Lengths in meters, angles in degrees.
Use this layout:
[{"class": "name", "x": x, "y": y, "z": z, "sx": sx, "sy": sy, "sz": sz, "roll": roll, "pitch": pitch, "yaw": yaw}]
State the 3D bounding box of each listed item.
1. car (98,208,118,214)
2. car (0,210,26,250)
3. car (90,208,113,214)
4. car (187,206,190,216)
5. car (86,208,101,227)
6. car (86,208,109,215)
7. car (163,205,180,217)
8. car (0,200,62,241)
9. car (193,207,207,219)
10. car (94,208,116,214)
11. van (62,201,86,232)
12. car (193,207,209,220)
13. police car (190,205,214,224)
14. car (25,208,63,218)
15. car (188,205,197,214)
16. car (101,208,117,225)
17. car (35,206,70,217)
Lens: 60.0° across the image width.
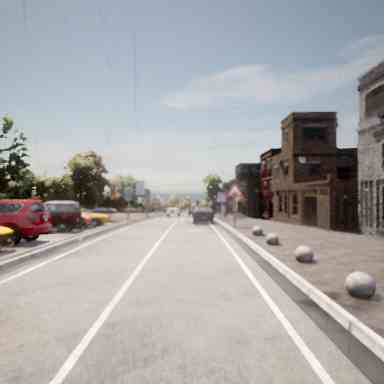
[{"class": "car", "x": -21.716, "y": 4.983, "z": 86.254, "sx": 4.674, "sy": 1.452, "sz": 2.002, "roll": 0, "pitch": -3, "yaw": 0}, {"class": "car", "x": -9.463, "y": 1.574, "z": 12.675, "sx": 5.008, "sy": 1.535, "sz": 2.097, "roll": 0, "pitch": -1, "yaw": 0}, {"class": "car", "x": -21.744, "y": 4.606, "z": 79.843, "sx": 4.892, "sy": 1.521, "sz": 2.231, "roll": 0, "pitch": -3, "yaw": 0}, {"class": "car", "x": 0.154, "y": 4.000, "z": 67.518, "sx": 1.837, "sy": 1.490, "sz": 4.892, "roll": 0, "pitch": -3, "yaw": 0}, {"class": "car", "x": -9.557, "y": 1.785, "z": 24.819, "sx": 4.553, "sy": 1.767, "sz": 2.185, "roll": 0, "pitch": -2, "yaw": 0}, {"class": "car", "x": -21.763, "y": 4.472, "z": 76.570, "sx": 4.674, "sy": 1.452, "sz": 2.002, "roll": 0, "pitch": -3, "yaw": 0}, {"class": "car", "x": -3.196, "y": 3.192, "z": 57.233, "sx": 2.150, "sy": 2.045, "sz": 5.566, "roll": 0, "pitch": -3, "yaw": 1}, {"class": "car", "x": -9.511, "y": 1.389, "z": 15.598, "sx": 5.566, "sy": 2.045, "sz": 2.435, "roll": 0, "pitch": -2, "yaw": 0}, {"class": "car", "x": 1.046, "y": 2.937, "z": 46.981, "sx": 1.837, "sy": 1.490, "sz": 4.892, "roll": 0, "pitch": -3, "yaw": 0}, {"class": "car", "x": -21.739, "y": 4.777, "z": 83.112, "sx": 5.008, "sy": 1.535, "sz": 2.097, "roll": 0, "pitch": -3, "yaw": 0}, {"class": "van", "x": -9.630, "y": 1.589, "z": 21.786, "sx": 4.442, "sy": 1.987, "sz": 1.878, "roll": 0, "pitch": -2, "yaw": 0}, {"class": "car", "x": 1.026, "y": 2.623, "z": 40.984, "sx": 1.837, "sy": 1.490, "sz": 4.892, "roll": 0, "pitch": -3, "yaw": 0}, {"class": "police car", "x": 1.023, "y": 2.070, "z": 31.086, "sx": 1.930, "sy": 1.638, "sz": 5.238, "roll": 1, "pitch": -1, "yaw": 0}, {"class": "car", "x": -21.858, "y": 3.027, "z": 49.102, "sx": 4.674, "sy": 1.452, "sz": 2.002, "roll": 0, "pitch": -3, "yaw": 0}, {"class": "car", "x": 0.217, "y": 4.364, "z": 82.561, "sx": 2.150, "sy": 2.045, "sz": 5.566, "roll": 0, "pitch": -3, "yaw": 0}, {"class": "car", "x": -9.352, "y": 2.011, "z": 27.732, "sx": 5.366, "sy": 1.575, "sz": 1.946, "roll": 0, "pitch": -2, "yaw": 0}, {"class": "car", "x": -21.915, "y": 3.027, "z": 52.276, "sx": 4.553, "sy": 1.767, "sz": 2.185, "roll": 0, "pitch": -3, "yaw": 0}]
